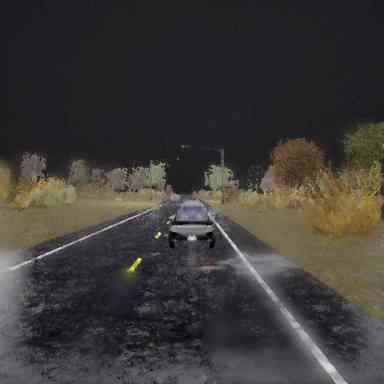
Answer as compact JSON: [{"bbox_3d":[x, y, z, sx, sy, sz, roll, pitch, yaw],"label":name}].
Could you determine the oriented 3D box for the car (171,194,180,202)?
[{"bbox_3d":[-3.761,1.363,75.976,2.097,1.767,4.553,0,0,-3],"label":"car"}]

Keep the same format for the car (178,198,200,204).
[{"bbox_3d":[0.000,1.494,29.651,1.882,1.535,5.008,0,0,0],"label":"car"}]

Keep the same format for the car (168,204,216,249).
[{"bbox_3d":[0.000,1.497,14.651,2.128,1.511,4.902,0,0,0],"label":"car"}]
